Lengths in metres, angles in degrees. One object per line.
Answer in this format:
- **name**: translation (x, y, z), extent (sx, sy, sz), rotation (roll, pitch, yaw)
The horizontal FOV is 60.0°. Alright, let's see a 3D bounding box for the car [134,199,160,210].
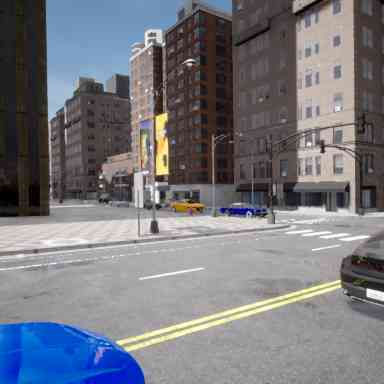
- **car**: translation (-6.240, 1.707, 46.440), extent (2.033, 1.411, 5.357), rotation (-1, 0, -35)

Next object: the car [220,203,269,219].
- **car**: translation (4.798, 1.695, 30.753), extent (1.895, 1.301, 4.718), rotation (-1, 0, -35)

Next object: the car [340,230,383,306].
- **car**: translation (5.095, 1.504, 7.079), extent (4.892, 1.490, 1.837), rotation (0, 0, -36)

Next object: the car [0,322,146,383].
- **car**: translation (-2.596, 1.478, 1.590), extent (5.008, 1.535, 1.882), rotation (0, 0, -35)

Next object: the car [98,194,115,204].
- **car**: translation (-17.273, 1.418, 67.639), extent (2.150, 2.045, 5.566), rotation (-1, 1, -35)

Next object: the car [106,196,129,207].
- **car**: translation (-11.979, 1.797, 54.651), extent (1.895, 1.301, 4.718), rotation (-1, 0, -35)

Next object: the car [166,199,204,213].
- **car**: translation (-0.556, 1.603, 38.357), extent (1.882, 1.535, 5.008), rotation (-1, 0, -35)

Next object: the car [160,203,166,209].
- **car**: translation (-2.191, 1.661, 46.231), extent (1.994, 1.385, 4.181), rotation (-1, 0, -35)
